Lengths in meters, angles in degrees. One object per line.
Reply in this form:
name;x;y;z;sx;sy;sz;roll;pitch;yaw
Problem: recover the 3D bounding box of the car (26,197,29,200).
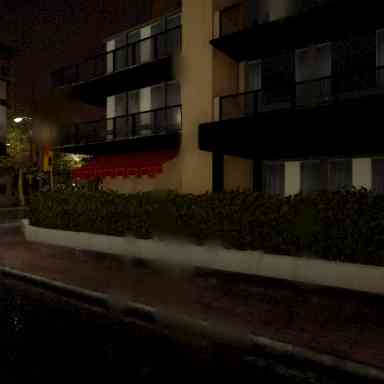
car;-36.115;1.481;67.977;4.892;1.521;2.231;0;0;36
